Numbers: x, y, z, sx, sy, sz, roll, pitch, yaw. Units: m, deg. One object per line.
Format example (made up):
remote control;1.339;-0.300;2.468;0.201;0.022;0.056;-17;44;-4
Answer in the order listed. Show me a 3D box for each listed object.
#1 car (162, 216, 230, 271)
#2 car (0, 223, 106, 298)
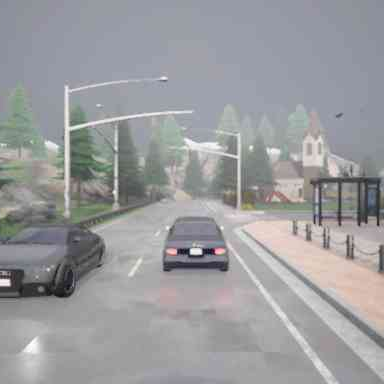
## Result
car;0.094;1.466;10.559;2.033;1.411;5.357;0;0;0
car;-3.543;1.500;8.240;1.994;1.385;4.181;0;0;0
